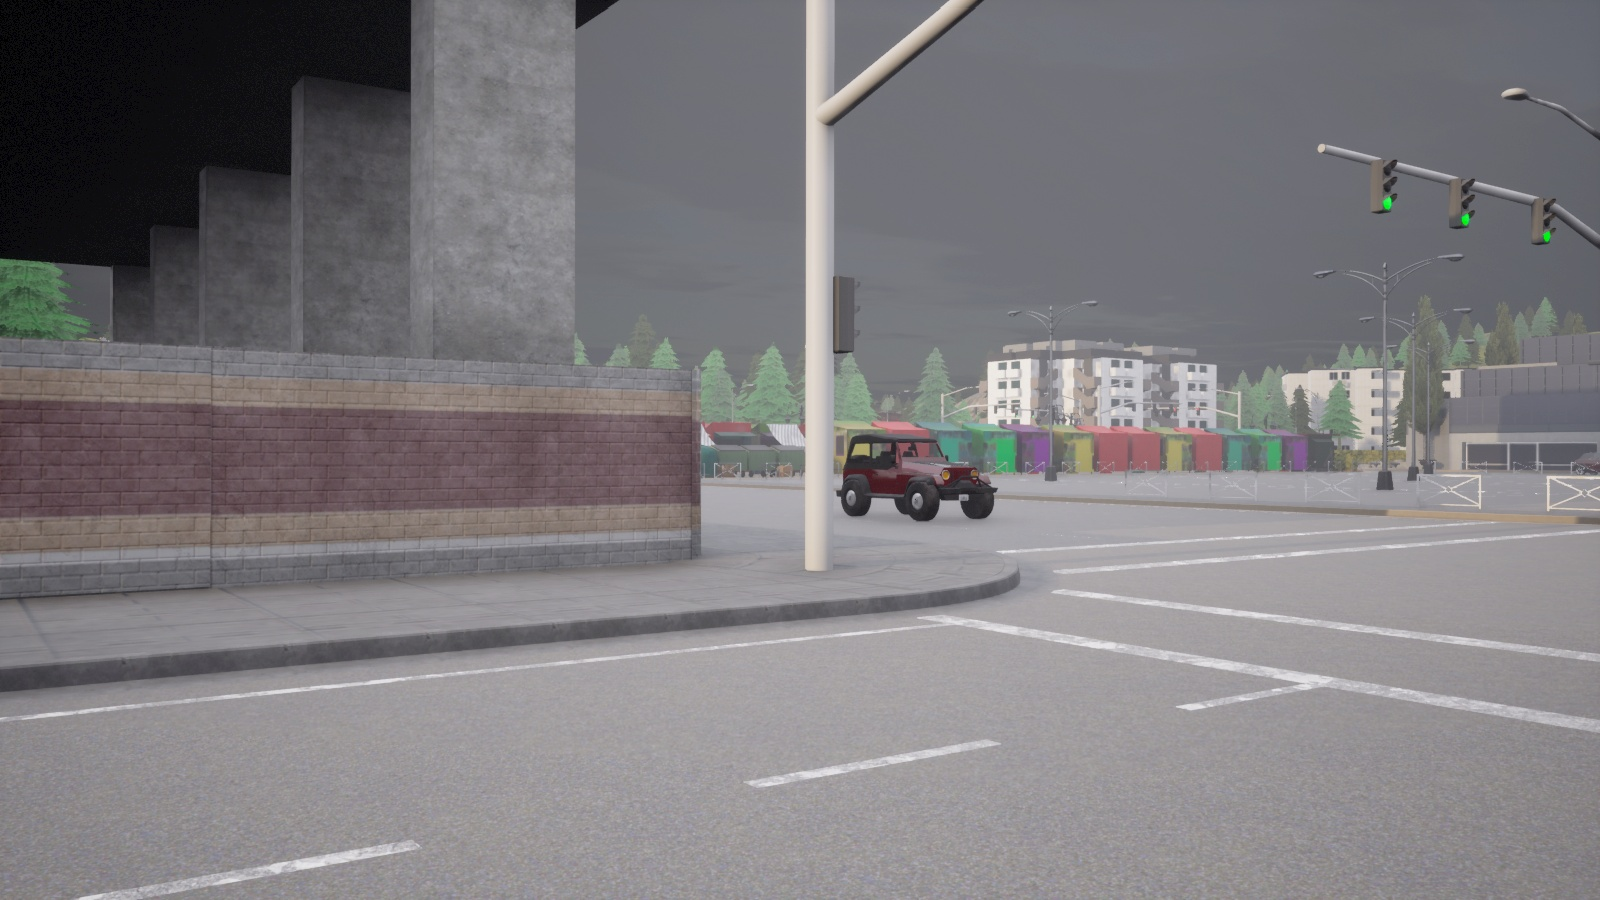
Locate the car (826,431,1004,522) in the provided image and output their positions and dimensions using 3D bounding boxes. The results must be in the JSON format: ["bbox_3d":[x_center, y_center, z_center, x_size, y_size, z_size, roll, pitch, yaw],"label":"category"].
[{"bbox_3d":[2.491,0.549,28.043,1.905,1.878,3.866,0,0,-35],"label":"car"}]
